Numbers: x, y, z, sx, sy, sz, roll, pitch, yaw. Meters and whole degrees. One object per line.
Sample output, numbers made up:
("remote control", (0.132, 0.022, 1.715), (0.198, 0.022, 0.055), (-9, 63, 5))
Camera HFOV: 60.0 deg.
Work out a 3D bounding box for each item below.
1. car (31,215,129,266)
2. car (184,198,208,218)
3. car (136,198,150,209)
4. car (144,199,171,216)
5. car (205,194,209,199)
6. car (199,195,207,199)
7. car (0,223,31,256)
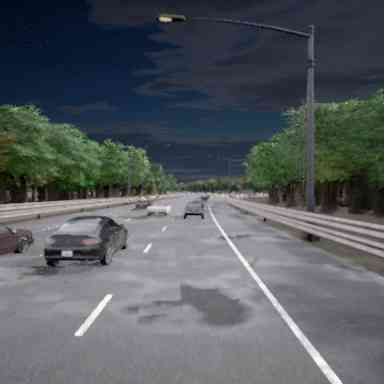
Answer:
("car", (-3.424, 1.532, 11.454), (1.812, 1.442, 4.674), (0, 0, 0))
("car", (0.209, 1.611, 30.683), (2.033, 1.411, 5.357), (0, 0, 1))
("car", (-6.297, 1.525, 44.746), (2.128, 1.511, 4.902), (0, 0, 2))
("car", (-3.173, 1.644, 32.894), (1.895, 1.301, 4.718), (0, 0, 1))
("car", (2.544, 1.584, 80.241), (1.837, 1.490, 4.892), (0, 0, 4))
("car", (1.022, 1.638, 54.456), (2.033, 1.411, 5.357), (0, 0, 3))
("car", (-6.974, 1.529, 10.315), (2.033, 1.411, 5.357), (0, 0, 0))
